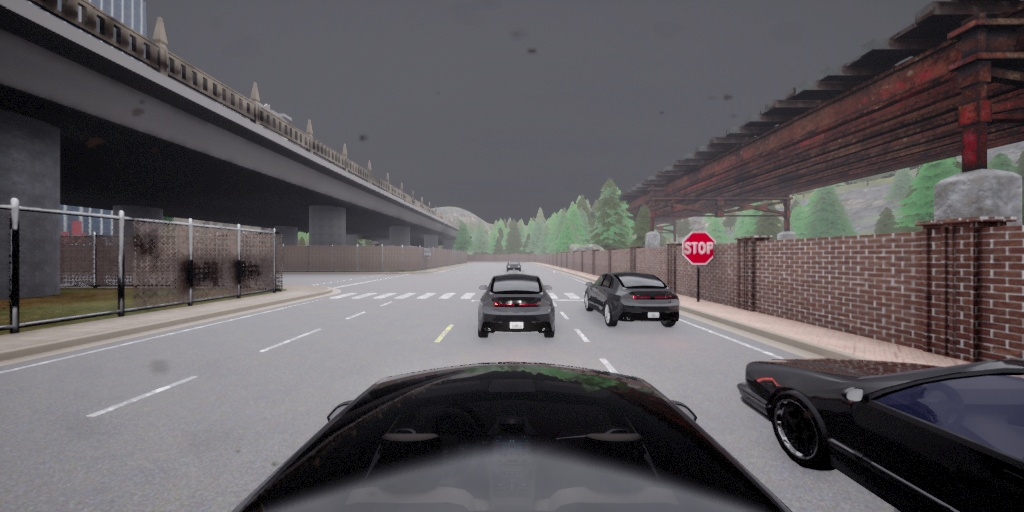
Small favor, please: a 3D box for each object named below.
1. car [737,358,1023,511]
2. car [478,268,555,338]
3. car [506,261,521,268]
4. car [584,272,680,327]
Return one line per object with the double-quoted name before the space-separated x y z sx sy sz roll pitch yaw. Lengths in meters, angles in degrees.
"car" 3.600 1.297 1.788 2.033 1.411 5.357 0 0 0
"car" 0.104 1.254 10.177 1.837 1.490 4.892 0 0 0
"car" 0.213 1.346 46.358 1.895 1.301 4.718 0 0 -1
"car" 3.606 1.254 11.534 1.837 1.490 4.892 0 0 0
